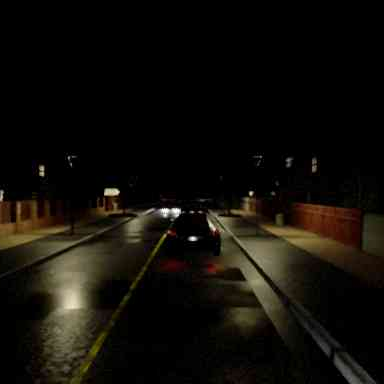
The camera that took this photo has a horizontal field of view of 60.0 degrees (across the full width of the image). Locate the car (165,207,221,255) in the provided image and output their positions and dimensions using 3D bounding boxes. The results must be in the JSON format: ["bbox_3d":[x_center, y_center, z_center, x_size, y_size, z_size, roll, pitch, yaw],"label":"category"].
[{"bbox_3d":[0.049,1.522,13.095,1.994,1.385,4.181,0,0,1],"label":"car"}]

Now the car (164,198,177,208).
[{"bbox_3d":[-2.787,1.516,45.321,1.895,1.301,4.718,0,0,1],"label":"car"}]

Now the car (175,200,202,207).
[{"bbox_3d":[0.029,1.480,25.725,2.033,1.411,5.357,0,0,1],"label":"car"}]
